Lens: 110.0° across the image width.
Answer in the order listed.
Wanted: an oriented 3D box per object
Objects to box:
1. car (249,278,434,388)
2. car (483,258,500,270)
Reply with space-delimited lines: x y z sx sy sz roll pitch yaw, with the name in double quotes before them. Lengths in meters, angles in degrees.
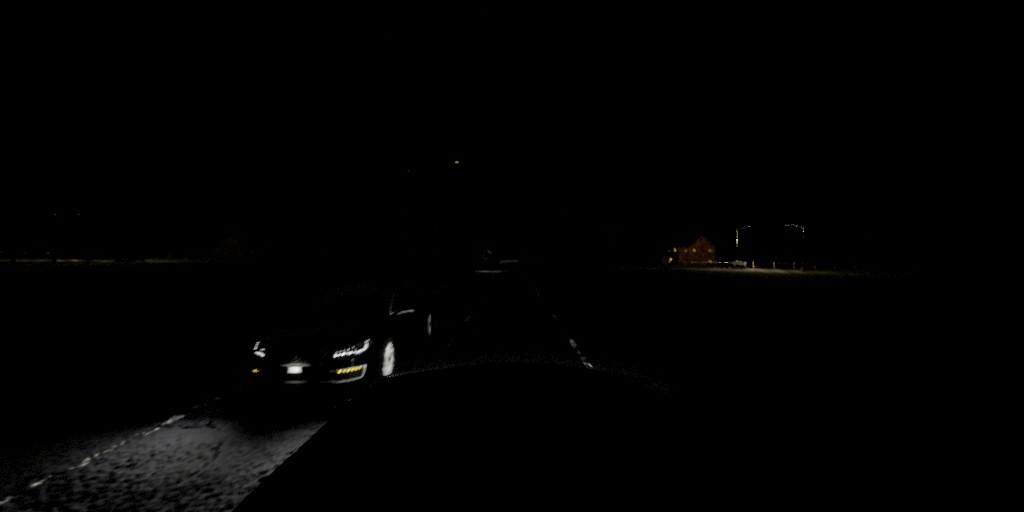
"car" -2.851 1.234 7.134 1.837 1.490 4.892 0 0 0
"car" -2.751 1.015 49.164 1.837 1.490 4.892 0 0 0
